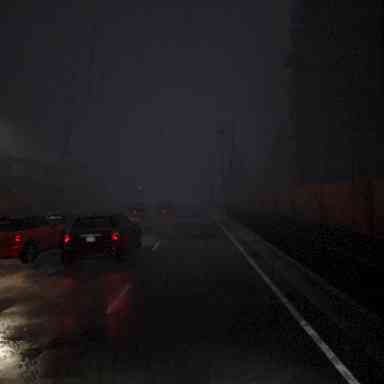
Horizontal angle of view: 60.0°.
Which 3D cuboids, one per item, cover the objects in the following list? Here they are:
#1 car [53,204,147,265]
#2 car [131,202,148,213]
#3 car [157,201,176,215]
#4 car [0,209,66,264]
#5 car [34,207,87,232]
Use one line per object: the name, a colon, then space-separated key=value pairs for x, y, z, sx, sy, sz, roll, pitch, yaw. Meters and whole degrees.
car: x=-3.253 y=1.557 z=12.842 sx=2.097 sy=1.767 sz=4.553 roll=-2 pitch=0 yaw=0
car: x=-6.526 y=1.990 z=40.392 sx=1.837 sy=1.490 sz=4.892 roll=-2 pitch=0 yaw=0
car: x=-3.040 y=1.833 z=38.988 sx=1.837 sy=1.490 sz=4.892 roll=-2 pitch=0 yaw=0
car: x=-6.746 y=1.710 z=13.486 sx=2.097 sy=1.767 sz=4.553 roll=-2 pitch=0 yaw=0
car: x=-10.136 y=2.059 z=26.164 sx=2.128 sy=1.511 sz=4.902 roll=-2 pitch=0 yaw=0
